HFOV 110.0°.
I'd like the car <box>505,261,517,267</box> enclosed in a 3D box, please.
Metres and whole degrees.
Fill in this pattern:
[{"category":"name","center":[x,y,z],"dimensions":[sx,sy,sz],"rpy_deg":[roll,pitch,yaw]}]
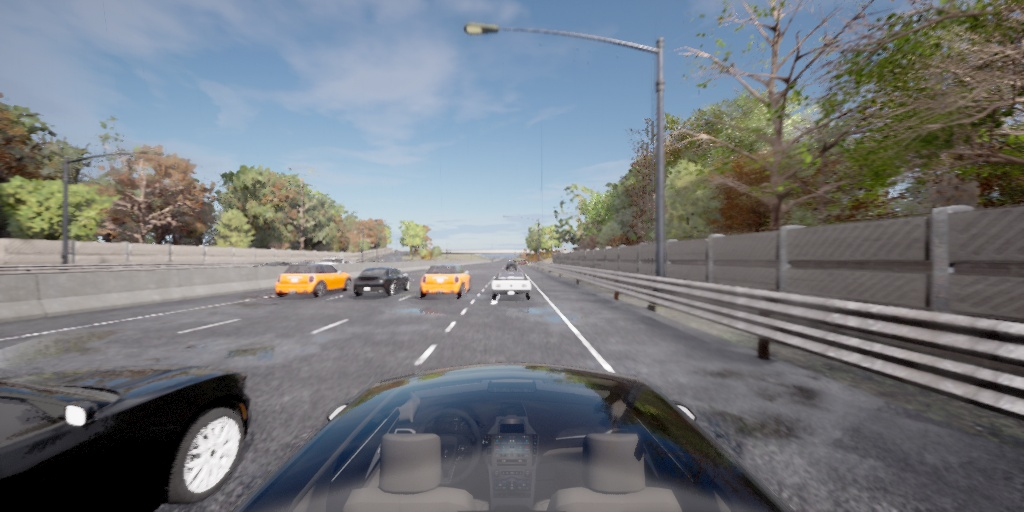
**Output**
[{"category":"car","center":[-0.150,1.663,61.545],"dimensions":[1.837,1.490,4.892],"rpy_deg":[0,-1,0]}]

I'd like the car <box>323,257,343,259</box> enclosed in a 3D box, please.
[{"category":"car","center":[-24.656,1.220,48.629],"dimensions":[2.150,2.045,5.566],"rpy_deg":[0,0,1]}]

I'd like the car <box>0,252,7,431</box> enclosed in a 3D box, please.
[{"category":"car","center":[-6.899,0.955,1.348],"dimensions":[2.150,2.045,5.566],"rpy_deg":[0,0,0]}]

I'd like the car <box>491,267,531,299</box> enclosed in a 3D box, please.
[{"category":"car","center":[-0.042,1.451,18.932],"dimensions":[1.895,1.301,4.718],"rpy_deg":[0,0,0]}]

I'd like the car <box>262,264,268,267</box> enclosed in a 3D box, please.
[{"category":"car","center":[-31.657,1.488,48.385],"dimensions":[1.837,1.490,4.892],"rpy_deg":[0,0,0]}]

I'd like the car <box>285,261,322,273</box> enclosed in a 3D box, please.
[{"category":"car","center":[-28.159,1.485,48.689],"dimensions":[2.128,1.511,4.902],"rpy_deg":[0,0,0]}]

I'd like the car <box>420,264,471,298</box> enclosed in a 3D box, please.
[{"category":"car","center":[-3.445,1.197,19.327],"dimensions":[2.097,1.767,4.553],"rpy_deg":[0,0,0]}]

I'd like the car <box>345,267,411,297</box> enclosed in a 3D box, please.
[{"category":"car","center":[-6.945,1.344,19.590],"dimensions":[1.837,1.490,4.892],"rpy_deg":[0,0,0]}]

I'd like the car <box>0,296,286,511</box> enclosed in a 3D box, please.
[{"category":"car","center":[-3.399,1.219,1.379],"dimensions":[1.882,1.535,5.008],"rpy_deg":[0,0,0]}]

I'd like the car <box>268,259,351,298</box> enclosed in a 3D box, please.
[{"category":"car","center":[-10.446,1.182,19.341],"dimensions":[2.097,1.767,4.553],"rpy_deg":[0,0,0]}]
